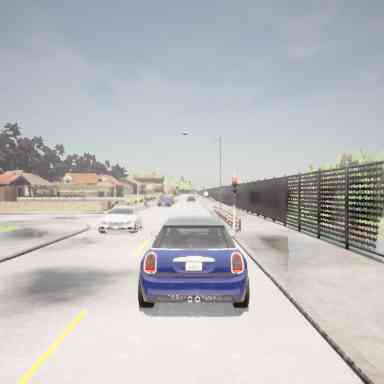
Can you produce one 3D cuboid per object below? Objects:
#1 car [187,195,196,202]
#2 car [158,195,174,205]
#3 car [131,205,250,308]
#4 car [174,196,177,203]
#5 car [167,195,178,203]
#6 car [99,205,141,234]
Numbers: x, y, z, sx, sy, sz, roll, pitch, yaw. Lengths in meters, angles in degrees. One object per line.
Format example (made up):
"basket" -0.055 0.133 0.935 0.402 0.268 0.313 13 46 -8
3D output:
"car" -0.143 1.523 76.278 1.812 1.442 4.674 0 0 0
"car" -4.182 1.525 50.933 1.812 1.442 4.674 0 0 0
"car" 0.038 1.352 8.078 2.097 1.767 4.553 0 0 0
"car" -4.183 1.547 60.701 2.033 1.411 5.357 0 0 0
"car" -4.133 1.477 70.964 1.882 1.535 5.008 0 0 0
"car" -3.938 1.525 19.221 1.812 1.442 4.674 1 0 -1
